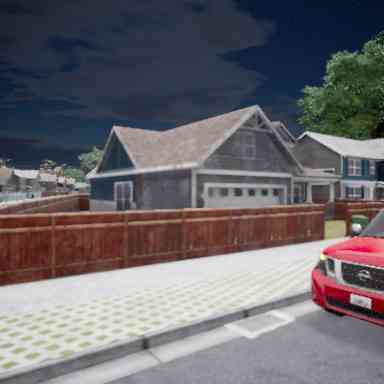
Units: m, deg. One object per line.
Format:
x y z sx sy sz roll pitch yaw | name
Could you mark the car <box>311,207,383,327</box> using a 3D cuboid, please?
4.688 1.222 6.410 5.566 2.045 2.150 0 0 -35 | car
